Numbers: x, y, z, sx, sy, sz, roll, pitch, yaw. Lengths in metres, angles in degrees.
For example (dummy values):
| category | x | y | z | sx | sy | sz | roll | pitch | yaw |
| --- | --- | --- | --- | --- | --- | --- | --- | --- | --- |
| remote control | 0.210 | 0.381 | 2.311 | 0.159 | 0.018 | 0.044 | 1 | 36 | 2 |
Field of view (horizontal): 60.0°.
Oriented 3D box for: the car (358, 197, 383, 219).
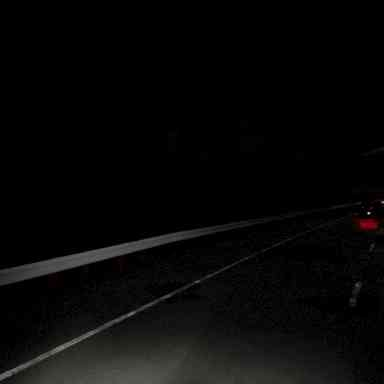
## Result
| category | x | y | z | sx | sy | sz | roll | pitch | yaw |
| --- | --- | --- | --- | --- | --- | --- | --- | --- | --- |
| car | 16.079 | 1.505 | 29.588 | 1.837 | 1.490 | 4.892 | 0 | 0 | 35 |

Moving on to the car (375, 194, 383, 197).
| category | x | y | z | sx | sy | sz | roll | pitch | yaw |
| --- | --- | --- | --- | --- | --- | --- | --- | --- | --- |
| car | 22.143 | 1.221 | 38.119 | 2.150 | 2.045 | 5.566 | 0 | 0 | 36 |
